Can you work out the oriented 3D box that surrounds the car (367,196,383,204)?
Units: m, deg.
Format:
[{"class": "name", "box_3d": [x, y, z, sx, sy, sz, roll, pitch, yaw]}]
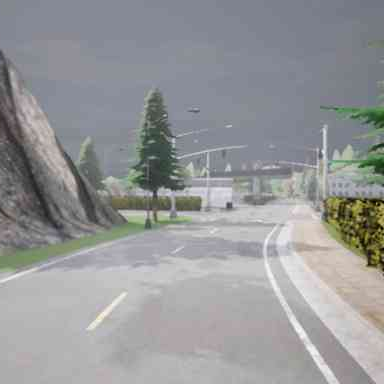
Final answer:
[{"class": "car", "box_3d": [45.163, 1.987, 80.563, 4.605, 1.855, 1.932, 0, -1, 18]}]

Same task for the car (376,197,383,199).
[{"class": "car", "box_3d": [40.662, 2.064, 68.925, 4.514, 1.523, 2.007, 0, -1, 18]}]
